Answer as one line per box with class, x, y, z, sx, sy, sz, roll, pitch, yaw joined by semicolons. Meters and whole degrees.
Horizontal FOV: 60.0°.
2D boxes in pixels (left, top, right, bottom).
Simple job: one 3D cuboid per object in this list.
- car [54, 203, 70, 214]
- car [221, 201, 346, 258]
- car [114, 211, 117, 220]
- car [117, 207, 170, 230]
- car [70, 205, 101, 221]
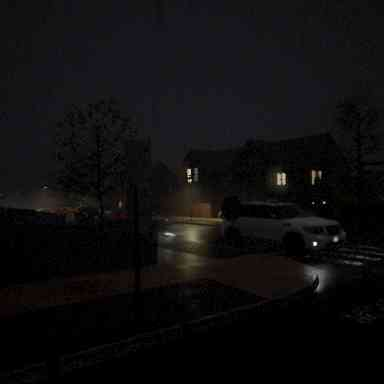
car;-20.468;2.589;52.904;2.097;1.767;4.553;-1;-1;-36
car;3.604;1.425;14.318;2.150;2.045;5.566;-1;-1;-36
car;-6.012;2.126;32.788;1.882;1.535;5.008;-1;-1;-36
car;-3.422;2.016;24.109;1.812;1.442;4.674;-1;-1;-36
car;-10.625;2.290;34.164;1.837;1.490;4.892;-1;-1;-36
